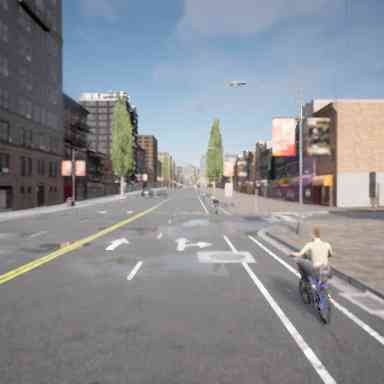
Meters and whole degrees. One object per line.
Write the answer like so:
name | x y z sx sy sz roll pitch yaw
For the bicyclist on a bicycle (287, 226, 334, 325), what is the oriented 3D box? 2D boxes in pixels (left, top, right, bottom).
bicyclist on a bicycle | 2.242 1.429 6.116 0.866 1.612 1.509 0 0 0

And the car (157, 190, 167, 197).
car | -6.482 0.307 73.091 1.994 1.385 4.181 0 1 0

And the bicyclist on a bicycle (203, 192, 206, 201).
bicyclist on a bicycle | 2.297 0.814 62.439 0.866 1.612 1.509 0 1 0

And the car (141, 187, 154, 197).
car | -9.732 -0.020 73.054 2.150 2.045 5.566 0 1 0

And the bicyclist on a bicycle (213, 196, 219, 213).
bicyclist on a bicycle | 2.279 1.269 31.722 0.659 1.776 1.843 1 -1 0
